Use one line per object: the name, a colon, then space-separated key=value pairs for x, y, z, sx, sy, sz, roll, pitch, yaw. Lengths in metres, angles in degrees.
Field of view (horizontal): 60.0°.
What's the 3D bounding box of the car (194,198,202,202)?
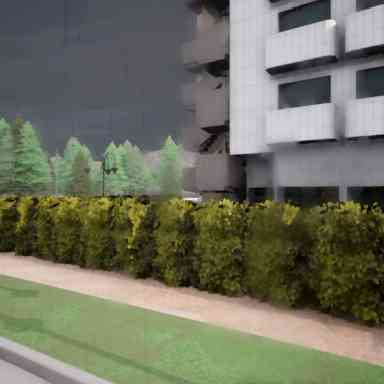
car: x=1.817 y=1.547 z=45.648 sx=2.033 sy=1.411 sz=5.357 roll=0 pitch=0 yaw=35
